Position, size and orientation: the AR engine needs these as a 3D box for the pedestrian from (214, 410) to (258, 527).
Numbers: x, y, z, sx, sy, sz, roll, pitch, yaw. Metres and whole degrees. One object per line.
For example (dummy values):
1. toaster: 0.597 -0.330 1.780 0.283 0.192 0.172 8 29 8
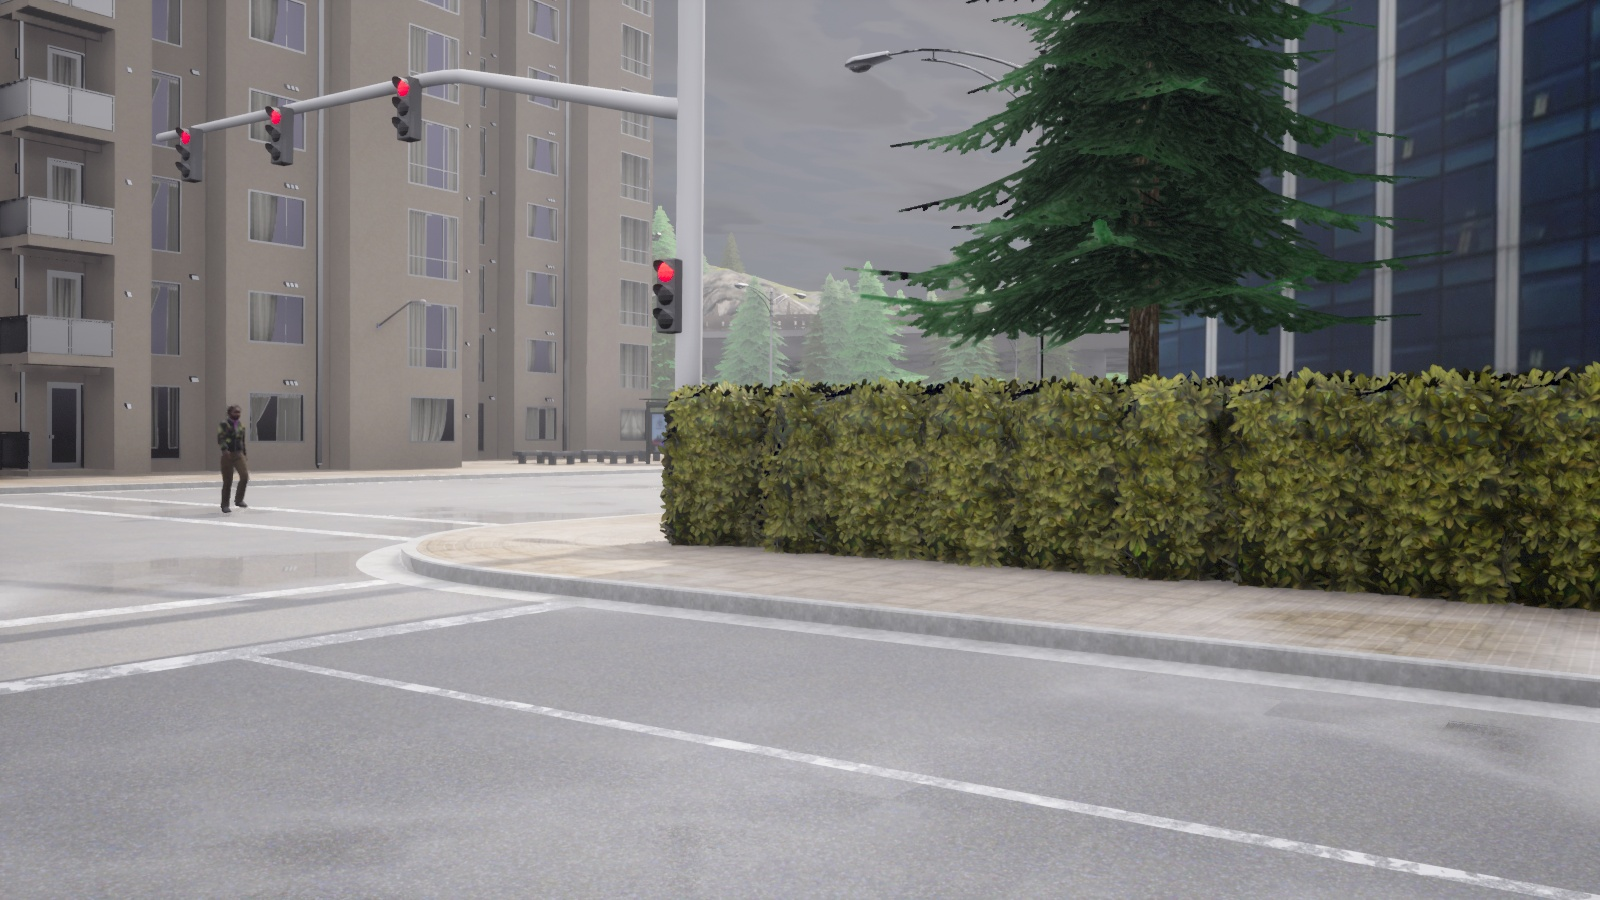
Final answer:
1. pedestrian: -9.430 0.299 20.981 0.692 1.930 0.395 0 1 41
